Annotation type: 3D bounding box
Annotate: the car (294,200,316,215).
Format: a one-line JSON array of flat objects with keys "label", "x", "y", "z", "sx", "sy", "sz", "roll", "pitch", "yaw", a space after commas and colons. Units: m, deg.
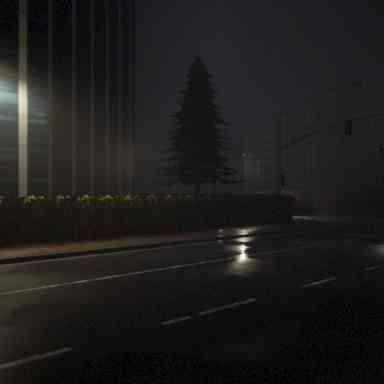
[{"label": "car", "x": 10.195, "y": 1.477, "z": 33.902, "sx": 1.882, "sy": 1.535, "sz": 5.008, "roll": 0, "pitch": 0, "yaw": -35}]
